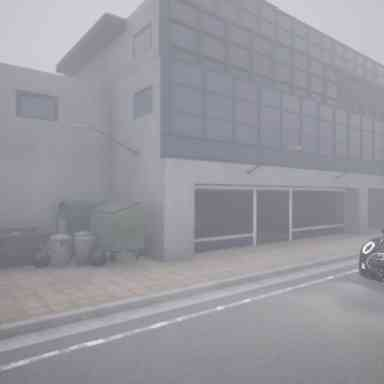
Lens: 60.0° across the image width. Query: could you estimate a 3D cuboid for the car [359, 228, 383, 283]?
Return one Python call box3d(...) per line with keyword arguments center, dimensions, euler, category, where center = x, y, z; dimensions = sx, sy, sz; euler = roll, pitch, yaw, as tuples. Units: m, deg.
box3d(center=(6.430, 1.417, 8.920), dimensions=(4.553, 1.767, 2.097), euler=(0, 0, -37), category="car")
